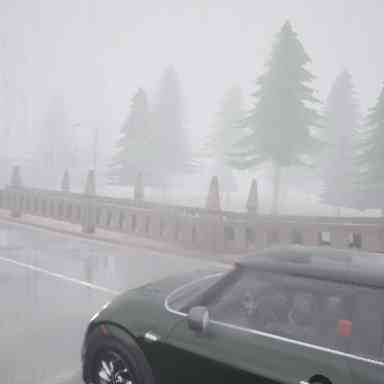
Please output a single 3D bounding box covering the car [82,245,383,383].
[{"bbox_3d":[0.976,1.348,3.289,4.553,1.767,2.097,0,0,35],"label":"car"}]
